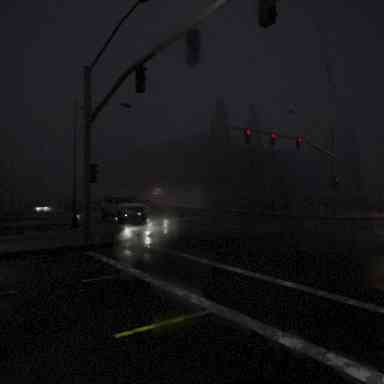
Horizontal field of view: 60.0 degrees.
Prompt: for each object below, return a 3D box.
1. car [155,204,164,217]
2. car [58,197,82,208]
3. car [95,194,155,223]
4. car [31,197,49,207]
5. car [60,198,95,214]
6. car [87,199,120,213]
[{"bbox_3d":[-4.390,1.472,30.672,1.882,1.535,5.008,0,0,-36],"label":"car"},{"bbox_3d":[-18.614,1.542,50.576,2.033,1.411,5.357,0,0,-35],"label":"car"},{"bbox_3d":[-5.389,1.218,26.056,2.150,2.045,5.566,0,0,-36],"label":"car"},{"bbox_3d":[-23.610,1.487,51.593,2.128,1.511,4.902,0,0,-35],"label":"car"},{"bbox_3d":[-12.508,1.543,35.997,2.033,1.411,5.357,0,0,-35],"label":"car"},{"bbox_3d":[-10.497,1.542,39.191,2.033,1.411,5.357,0,0,-36],"label":"car"}]
